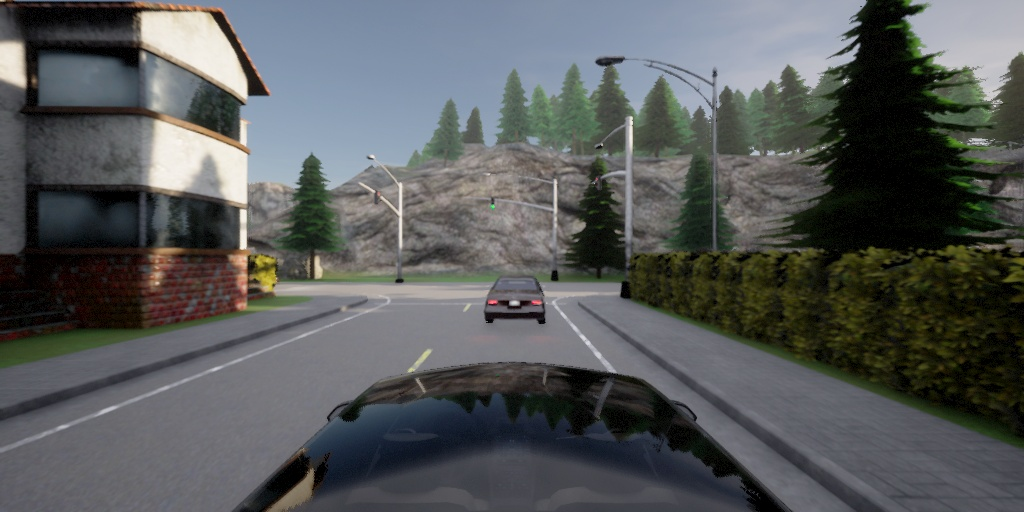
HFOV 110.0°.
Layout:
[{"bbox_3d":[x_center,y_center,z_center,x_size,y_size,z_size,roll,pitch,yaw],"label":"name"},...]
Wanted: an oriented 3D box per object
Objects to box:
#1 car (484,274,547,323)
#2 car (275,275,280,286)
[{"bbox_3d":[0.188,1.311,12.110,2.033,1.411,5.357,0,0,3],"label":"car"},{"bbox_3d":[-16.790,1.304,21.899,4.674,1.442,1.812,0,0,1],"label":"car"}]
